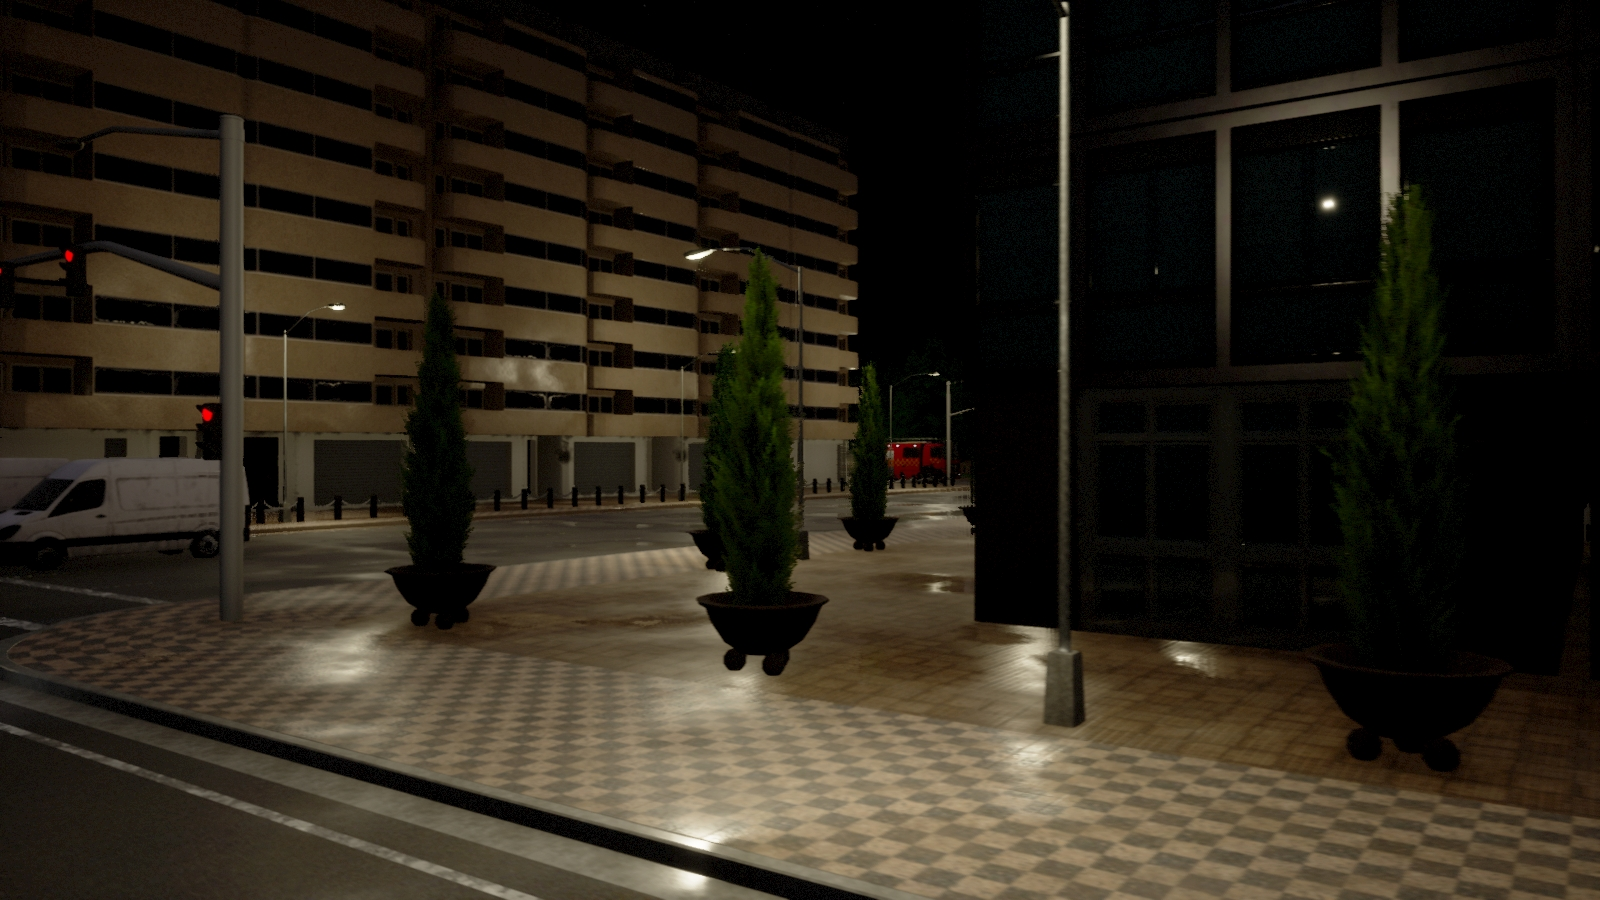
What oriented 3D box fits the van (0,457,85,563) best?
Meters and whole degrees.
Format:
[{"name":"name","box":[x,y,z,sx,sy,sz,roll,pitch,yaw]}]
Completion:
[{"name":"van","box":[-21.045,1.480,27.773,1.988,2.561,5.915,0,0,34]}]

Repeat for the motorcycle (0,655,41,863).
[{"name":"motorcycle","box":[-6.470,2.154,8.317,2.356,1.307,0.764,0,0,35]}]

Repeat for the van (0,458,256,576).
[{"name":"van","box":[-16.695,1.477,27.936,1.988,2.561,5.915,0,0,34]}]
